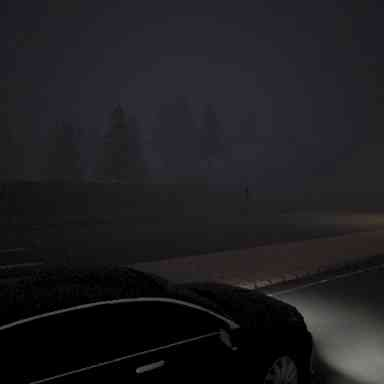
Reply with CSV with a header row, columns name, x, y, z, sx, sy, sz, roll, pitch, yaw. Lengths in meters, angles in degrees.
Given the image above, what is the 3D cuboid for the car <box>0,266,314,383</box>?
name,x,y,z,sx,sy,sz,roll,pitch,yaw
car,-0.846,1.506,3.142,4.892,1.490,1.837,0,0,-35
